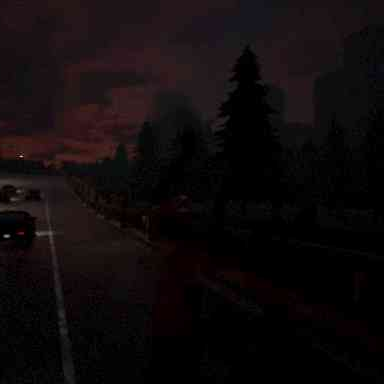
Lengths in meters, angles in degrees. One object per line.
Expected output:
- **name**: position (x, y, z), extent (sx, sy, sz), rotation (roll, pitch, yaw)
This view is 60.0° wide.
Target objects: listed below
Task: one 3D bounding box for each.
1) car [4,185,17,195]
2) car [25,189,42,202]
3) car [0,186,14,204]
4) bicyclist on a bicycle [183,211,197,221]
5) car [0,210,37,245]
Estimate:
- **car**: position (-27.582, -0.430, 50.077), extent (1.994, 1.385, 4.181), rotation (2, 6, -24)
- **car**: position (-21.470, 0.369, 44.943), extent (2.128, 1.511, 4.902), rotation (2, 5, -24)
- **car**: position (-23.451, 0.545, 40.779), extent (1.837, 1.490, 4.892), rotation (2, 4, -24)
- **bicyclist on a bicycle**: position (-0.244, 1.562, 16.463), extent (1.656, 1.620, 0.582), rotation (2, -1, -24)
- **car**: position (-8.262, 1.561, 15.297), extent (1.812, 1.442, 4.674), rotation (2, -1, -24)
